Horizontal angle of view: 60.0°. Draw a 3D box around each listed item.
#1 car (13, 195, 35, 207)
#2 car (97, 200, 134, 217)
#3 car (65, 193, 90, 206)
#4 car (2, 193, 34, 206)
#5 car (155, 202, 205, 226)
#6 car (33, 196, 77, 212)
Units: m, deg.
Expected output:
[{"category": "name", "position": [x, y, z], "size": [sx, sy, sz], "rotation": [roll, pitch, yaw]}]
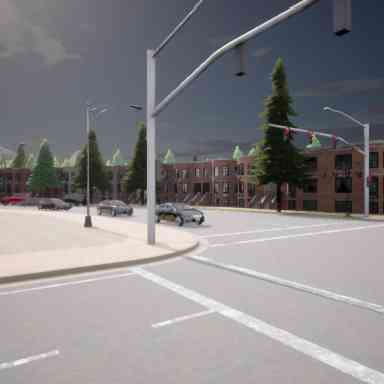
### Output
[{"category": "car", "position": [-24.176, 1.547, 51.132], "size": [5.357, 1.411, 2.033], "rotation": [0, 0, 17]}, {"category": "car", "position": [-7.368, 1.505, 31.560], "size": [1.837, 1.490, 4.892], "rotation": [0, 0, -41]}, {"category": "car", "position": [-18.919, 1.221, 52.865], "size": [5.566, 2.045, 2.150], "rotation": [0, 0, 23]}, {"category": "car", "position": [-29.038, 1.221, 55.918], "size": [5.566, 2.045, 2.150], "rotation": [0, 0, 10]}, {"category": "car", "position": [-1.072, 1.492, 23.352], "size": [2.128, 1.511, 4.902], "rotation": [0, 0, -36]}, {"category": "car", "position": [-16.398, 1.503, 39.674], "size": [4.892, 1.490, 1.837], "rotation": [1, 0, 32]}]
